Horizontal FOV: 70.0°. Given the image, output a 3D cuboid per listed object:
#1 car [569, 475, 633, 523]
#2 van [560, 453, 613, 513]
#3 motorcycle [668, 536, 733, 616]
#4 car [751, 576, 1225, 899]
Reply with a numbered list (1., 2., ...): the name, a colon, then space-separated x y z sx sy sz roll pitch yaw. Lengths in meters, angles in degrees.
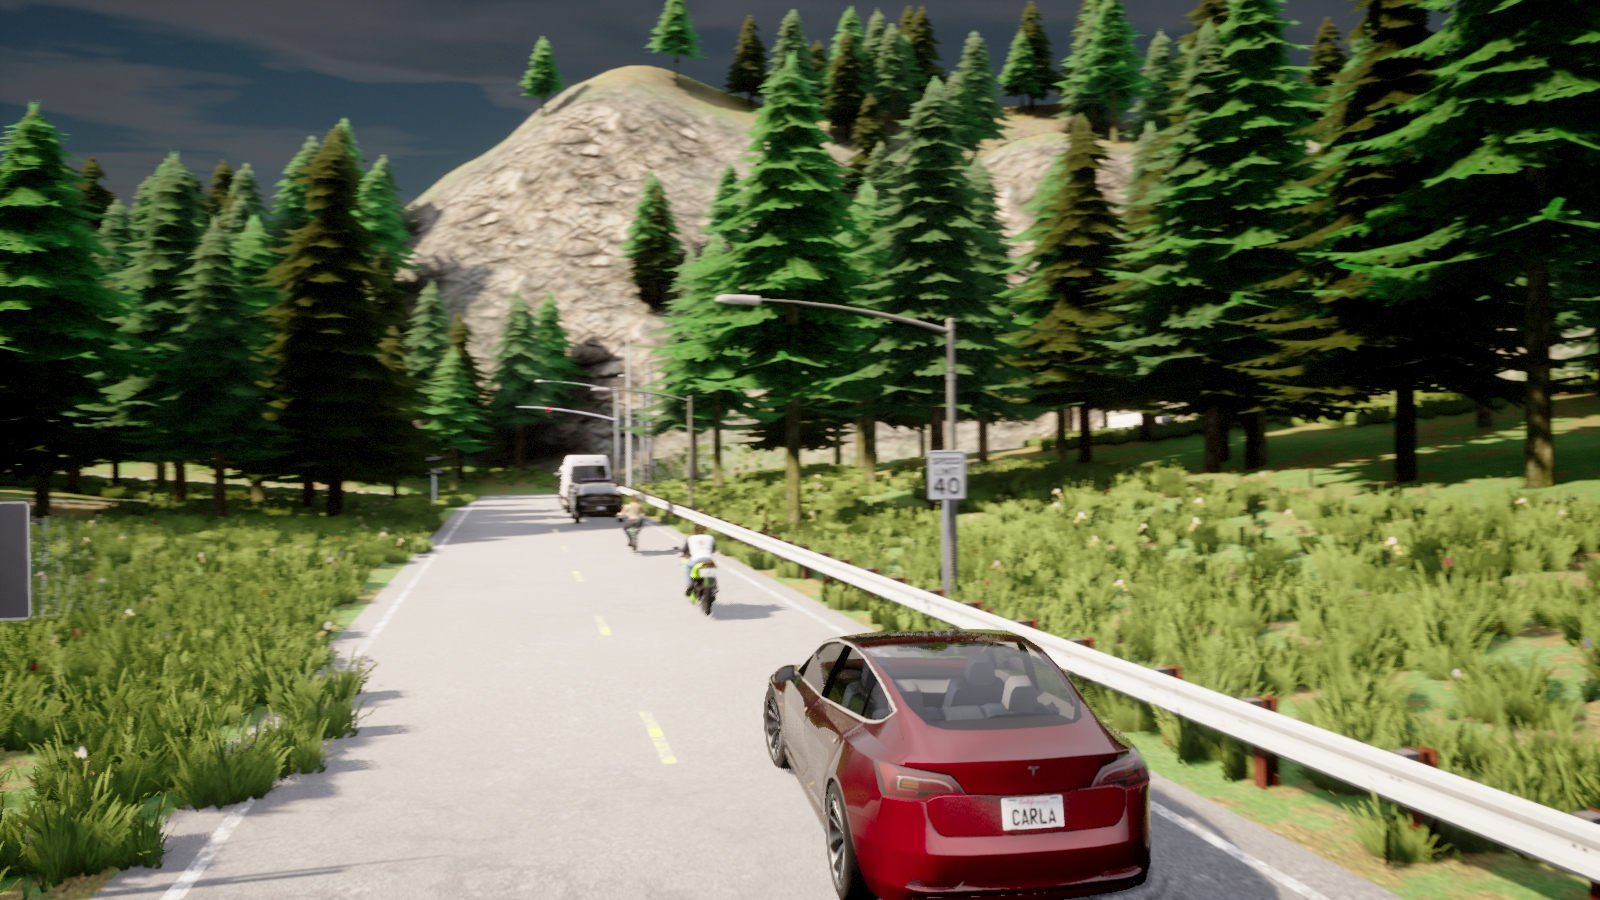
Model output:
1. car: -7.917 1.886 45.070 2.097 1.638 5.238 -1 0 -14
2. van: -9.832 1.433 52.237 1.988 2.561 5.915 -1 0 -14
3. motorcycle: -1.748 2.142 19.791 0.803 1.145 2.033 -1 0 -14
4. car: 0.980 2.004 8.724 2.163 1.488 4.792 -1 0 -9
